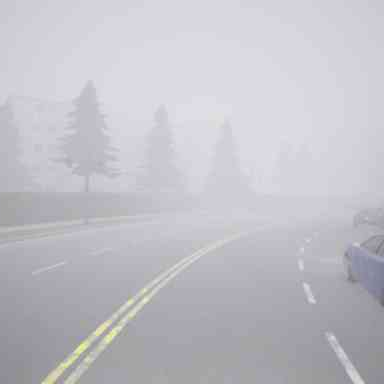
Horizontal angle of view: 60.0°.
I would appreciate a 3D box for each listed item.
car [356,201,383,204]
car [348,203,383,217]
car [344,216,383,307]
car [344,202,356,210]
[{"bbox_3d":[22.898,1.860,40.216,5.357,1.411,2.033,1,0,-25],"label":"car"},{"bbox_3d":[12.928,1.740,23.658,1.994,1.385,4.181,1,0,39],"label":"car"},{"bbox_3d":[4.549,1.541,6.791,1.882,1.535,5.008,1,0,12],"label":"car"},{"bbox_3d":[22.691,1.853,43.915,5.357,1.411,2.033,1,0,-24],"label":"car"}]
